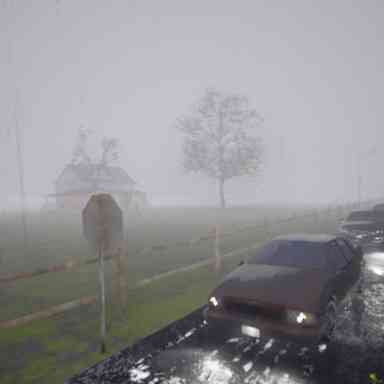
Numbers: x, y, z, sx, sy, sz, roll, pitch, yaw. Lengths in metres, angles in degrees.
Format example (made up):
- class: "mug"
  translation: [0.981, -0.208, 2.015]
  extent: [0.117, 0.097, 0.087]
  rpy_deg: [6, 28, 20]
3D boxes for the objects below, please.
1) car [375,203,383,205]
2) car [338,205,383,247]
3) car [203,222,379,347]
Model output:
- class: "car"
  translation: [14.682, 1.585, 25.265]
  extent: [1.837, 1.490, 4.892]
  rpy_deg: [-2, -1, 34]
- class: "car"
  translation: [8.206, 1.583, 15.627]
  extent: [1.837, 1.490, 4.892]
  rpy_deg: [-2, -1, 34]
- class: "car"
  translation: [2.378, 1.628, 7.000]
  extent: [2.033, 1.411, 5.357]
  rpy_deg: [-2, -1, 35]
